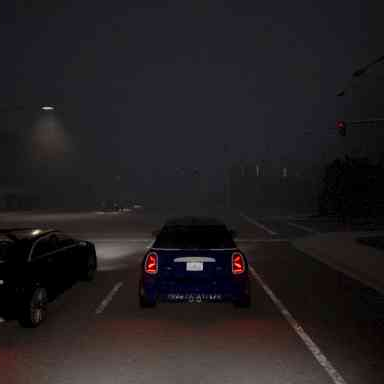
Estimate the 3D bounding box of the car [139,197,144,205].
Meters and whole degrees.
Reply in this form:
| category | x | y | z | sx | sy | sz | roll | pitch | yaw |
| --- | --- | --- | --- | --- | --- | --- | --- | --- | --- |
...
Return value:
| category | x | y | z | sx | sy | sz | roll | pitch | yaw |
| --- | --- | --- | --- | --- | --- | --- | --- | --- | --- |
| car | -10.664 | 1.805 | 65.132 | 2.128 | 1.511 | 4.902 | 0 | 1 | 0 |

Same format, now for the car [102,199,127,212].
| category | x | y | z | sx | sy | sz | roll | pitch | yaw |
| --- | --- | --- | --- | --- | --- | --- | --- | --- | --- |
| car | -10.683 | 1.692 | 44.948 | 2.097 | 1.767 | 4.553 | 0 | 0 | 0 |

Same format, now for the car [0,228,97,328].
| category | x | y | z | sx | sy | sz | roll | pitch | yaw |
| --- | --- | --- | --- | --- | --- | --- | --- | --- | --- |
| car | -3.448 | 1.503 | 6.971 | 2.128 | 1.511 | 4.902 | 0 | 0 | 0 |

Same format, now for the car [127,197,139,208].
| category | x | y | z | sx | sy | sz | roll | pitch | yaw |
| --- | --- | --- | --- | --- | --- | --- | --- | --- | --- |
| car | -10.693 | 1.880 | 54.726 | 2.128 | 1.511 | 4.902 | 0 | 0 | 0 |

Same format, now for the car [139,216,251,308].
| category | x | y | z | sx | sy | sz | roll | pitch | yaw |
| --- | --- | --- | --- | --- | --- | --- | --- | --- | --- |
| car | 0.057 | 1.364 | 8.112 | 2.097 | 1.767 | 4.553 | 0 | 0 | 0 |
